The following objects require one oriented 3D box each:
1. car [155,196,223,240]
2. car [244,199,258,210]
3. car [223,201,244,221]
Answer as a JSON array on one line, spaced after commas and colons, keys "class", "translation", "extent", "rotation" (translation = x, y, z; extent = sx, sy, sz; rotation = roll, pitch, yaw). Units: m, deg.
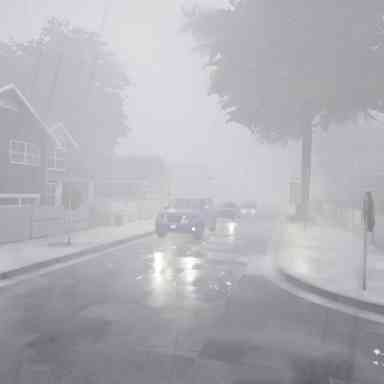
[{"class": "car", "translation": [-0.106, 1.238, 17.831], "extent": [2.150, 2.045, 5.566], "rotation": [1, 0, 16]}, {"class": "car", "translation": [8.050, 1.737, 46.330], "extent": [1.994, 1.385, 4.181], "rotation": [1, 0, 16]}, {"class": "car", "translation": [2.985, 1.553, 28.709], "extent": [1.882, 1.535, 5.008], "rotation": [1, 0, 16]}]
